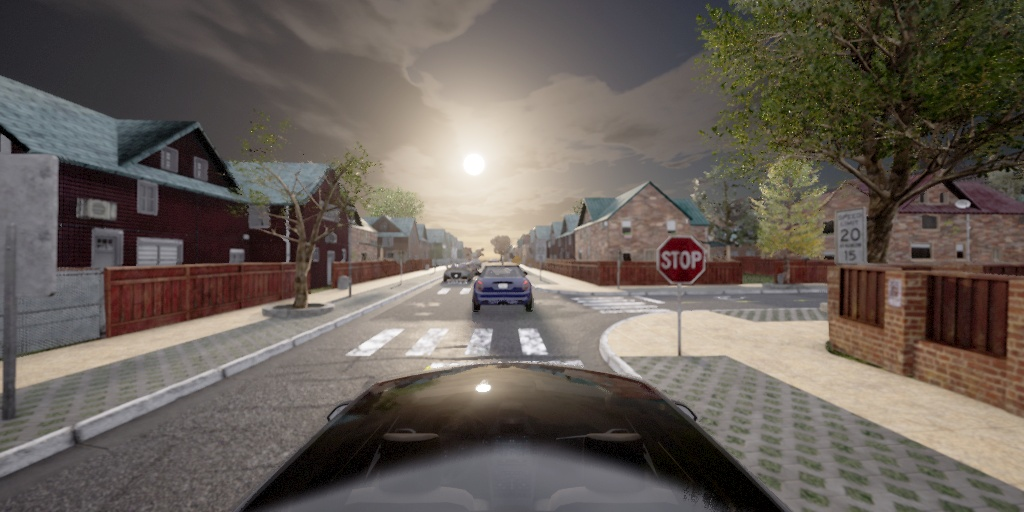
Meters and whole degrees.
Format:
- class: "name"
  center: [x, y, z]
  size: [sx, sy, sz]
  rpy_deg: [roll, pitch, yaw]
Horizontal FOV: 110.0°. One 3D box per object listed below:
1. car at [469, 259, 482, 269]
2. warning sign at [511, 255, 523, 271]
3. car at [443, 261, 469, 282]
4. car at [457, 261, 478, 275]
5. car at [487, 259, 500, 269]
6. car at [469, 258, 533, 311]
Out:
- class: "car"
  center: [-5.758, 1.209, 57.076]
  size: [1.837, 1.490, 4.892]
  rpy_deg: [0, -1, -3]
- class: "warning sign"
  center: [0.592, 0.785, 39.488]
  size: [1.300, 1.860, 1.060]
  rpy_deg: [0, 0, -3]
- class: "car"
  center: [-4.085, 1.232, 27.653]
  size: [1.994, 1.385, 4.181]
  rpy_deg: [0, 0, -3]
- class: "car"
  center: [-4.710, 1.230, 38.243]
  size: [1.994, 1.385, 4.181]
  rpy_deg: [0, 0, -3]
- class: "car"
  center: [-2.856, 1.180, 56.096]
  size: [1.882, 1.535, 5.008]
  rpy_deg: [0, 0, -2]
- class: "car"
  center: [-0.409, 1.051, 14.295]
  size: [2.097, 1.767, 4.553]
  rpy_deg: [0, 0, -3]
